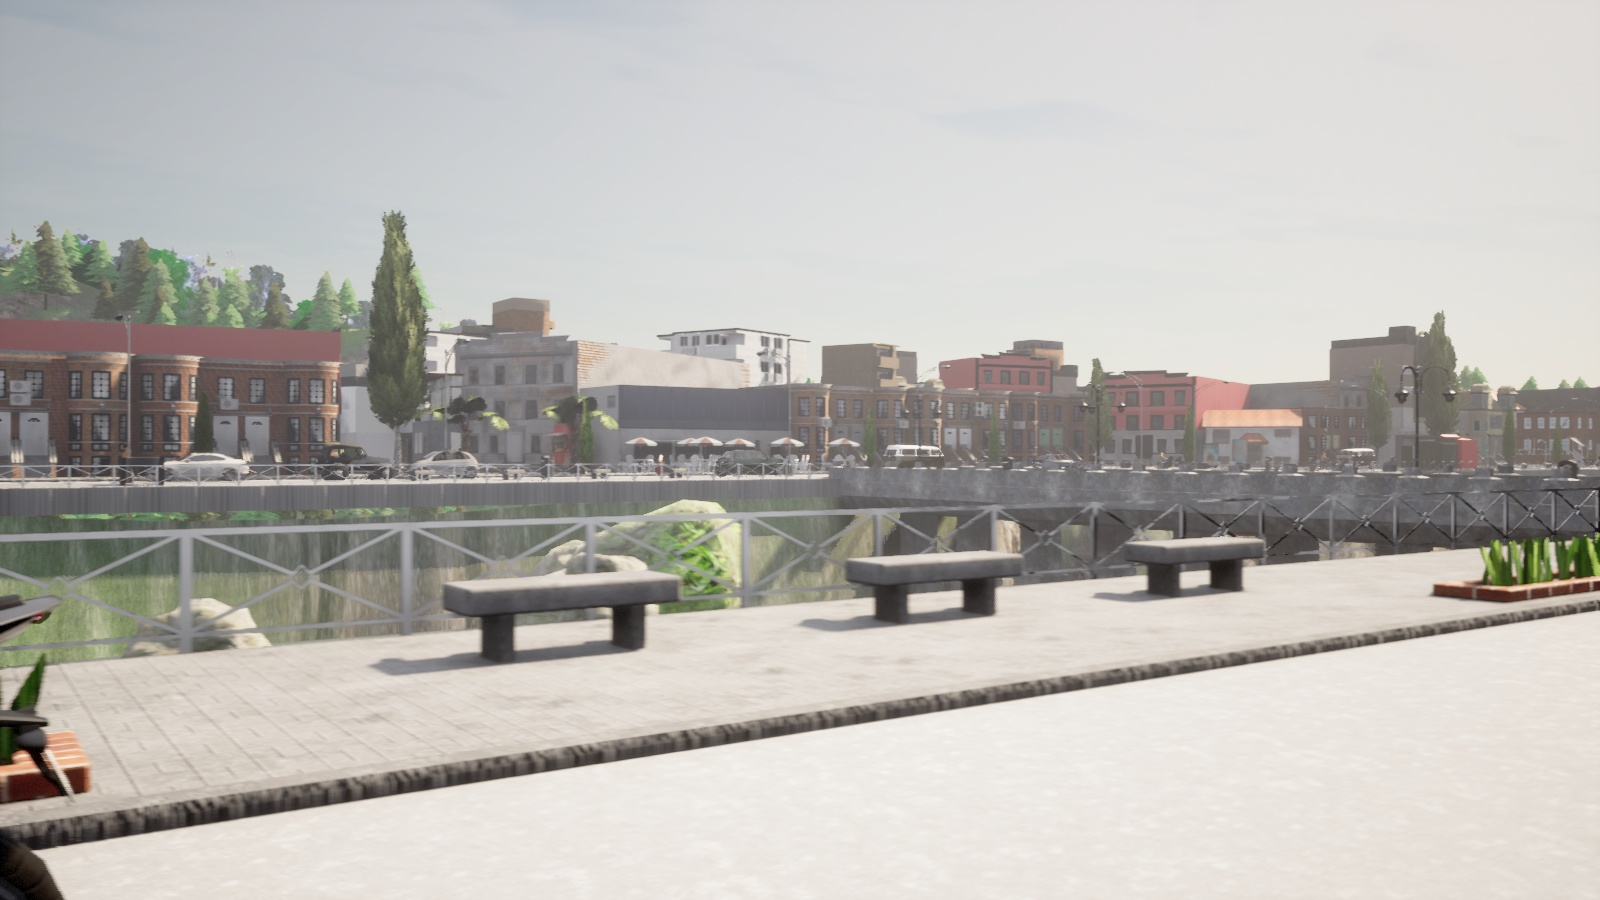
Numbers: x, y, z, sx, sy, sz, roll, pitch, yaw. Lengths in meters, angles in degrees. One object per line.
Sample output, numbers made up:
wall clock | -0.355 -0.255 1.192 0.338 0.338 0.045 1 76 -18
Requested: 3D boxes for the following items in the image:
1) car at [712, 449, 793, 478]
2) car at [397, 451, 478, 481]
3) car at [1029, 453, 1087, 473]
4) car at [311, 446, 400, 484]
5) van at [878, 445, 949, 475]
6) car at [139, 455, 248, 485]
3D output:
car | -2.898 0.799 77.397 4.553 1.767 2.097 0 0 -35
car | -20.244 0.858 70.190 3.988 1.617 1.851 0 0 -35
car | 19.086 0.945 92.708 4.193 1.474 1.816 0 0 -35
car | -22.550 0.744 63.711 3.866 1.878 1.905 0 0 -35
van | 7.699 0.660 84.779 4.480 2.038 2.069 0 0 -35
car | -30.447 0.989 63.083 4.674 1.442 1.812 0 0 -35
